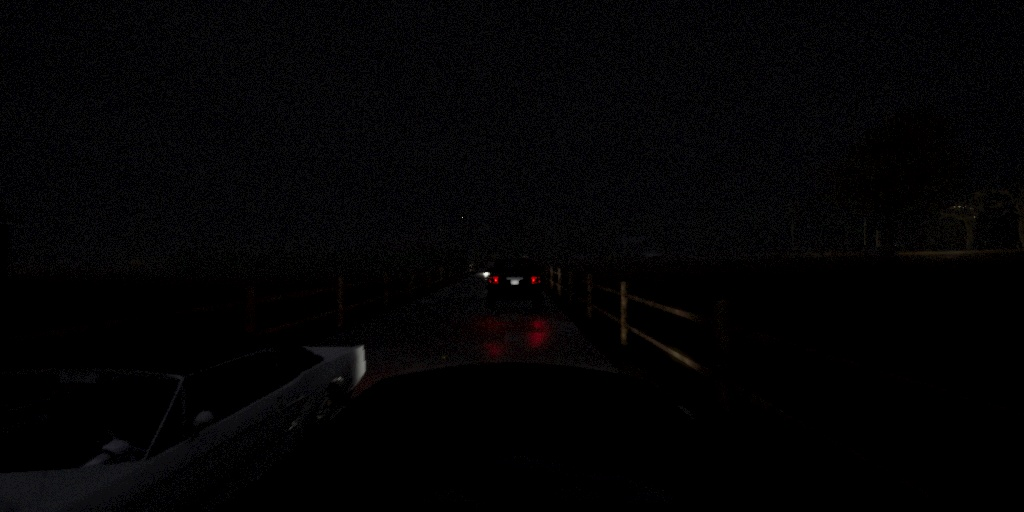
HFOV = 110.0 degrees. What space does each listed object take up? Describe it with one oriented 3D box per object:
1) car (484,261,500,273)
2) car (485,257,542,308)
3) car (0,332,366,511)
[{"bbox_3d":[-2.727,1.502,50.284,1.882,1.535,5.008,0,0,0],"label":"car"},{"bbox_3d":[0.109,1.079,15.898,2.150,2.045,5.566,0,0,0],"label":"car"},{"bbox_3d":[-2.848,1.357,2.486,1.895,1.301,4.718,0,0,0],"label":"car"}]
